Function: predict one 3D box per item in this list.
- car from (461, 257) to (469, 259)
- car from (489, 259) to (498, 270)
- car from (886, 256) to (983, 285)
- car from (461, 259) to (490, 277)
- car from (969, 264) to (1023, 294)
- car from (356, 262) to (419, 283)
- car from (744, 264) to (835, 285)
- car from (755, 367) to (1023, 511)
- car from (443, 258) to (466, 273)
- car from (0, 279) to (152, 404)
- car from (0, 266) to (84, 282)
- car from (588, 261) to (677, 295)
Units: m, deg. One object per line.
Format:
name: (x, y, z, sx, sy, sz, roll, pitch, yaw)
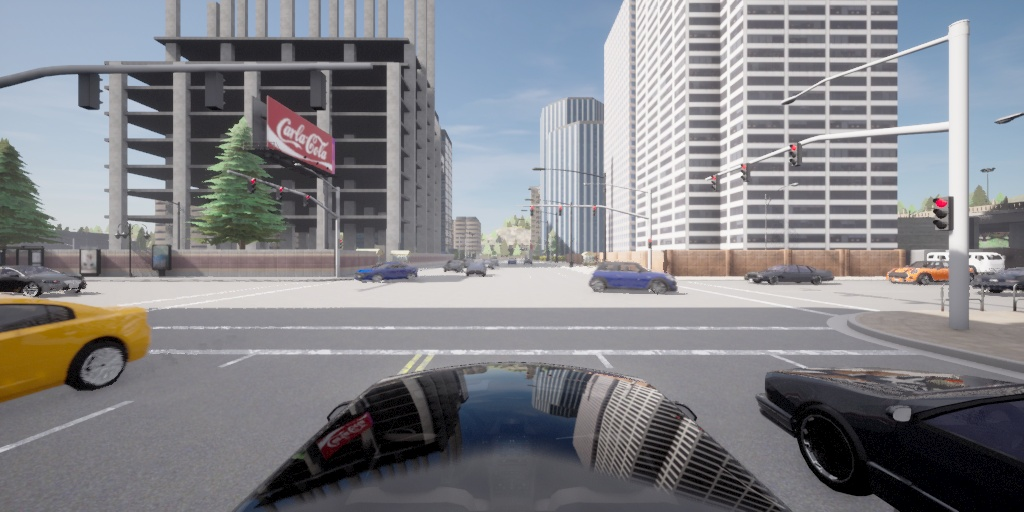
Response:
car: (-7.064, 1.255, 57.865, 1.837, 1.490, 4.892, 0, 0, 0)
car: (-3.576, 1.241, 52.090, 2.128, 1.511, 4.902, 0, 0, 0)
car: (29.655, 1.102, 25.517, 4.553, 1.767, 2.097, 0, 0, 1)
car: (-3.482, 1.297, 35.217, 2.033, 1.411, 5.357, 0, 0, -2)
car: (27.106, 1.297, 18.327, 5.357, 1.411, 2.033, 0, 0, 0)
car: (-9.598, 1.227, 27.921, 1.882, 1.535, 5.008, 1, 1, 34)
car: (19.646, 1.297, 25.495, 5.357, 1.411, 2.033, 0, 0, 0)
car: (3.597, 1.297, 1.449, 2.033, 1.411, 5.357, 0, 0, 0)
car: (-7.083, 1.255, 43.501, 1.837, 1.490, 4.892, 0, 0, 0)
car: (-7.099, 1.227, 3.973, 1.882, 1.535, 5.008, 0, 0, 0)
car: (-24.548, 1.241, 18.079, 4.902, 1.511, 2.128, 0, 0, 0)
car: (6.563, 1.102, 19.686, 4.553, 1.767, 2.097, 0, 0, 23)
